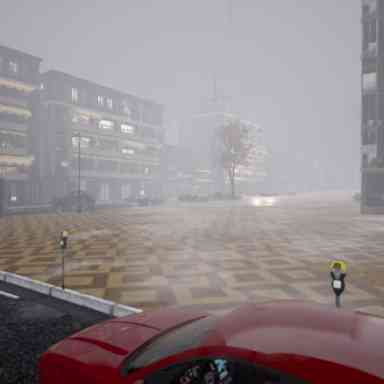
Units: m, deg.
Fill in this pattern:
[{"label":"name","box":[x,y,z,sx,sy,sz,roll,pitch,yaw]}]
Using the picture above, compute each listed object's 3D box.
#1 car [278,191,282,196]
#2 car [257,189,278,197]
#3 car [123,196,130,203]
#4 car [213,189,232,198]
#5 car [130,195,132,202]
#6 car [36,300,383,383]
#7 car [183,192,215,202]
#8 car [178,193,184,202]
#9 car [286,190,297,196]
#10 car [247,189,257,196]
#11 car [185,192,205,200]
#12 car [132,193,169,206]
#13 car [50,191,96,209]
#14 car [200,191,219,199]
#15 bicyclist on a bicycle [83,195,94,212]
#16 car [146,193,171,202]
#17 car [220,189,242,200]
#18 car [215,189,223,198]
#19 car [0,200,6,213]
[{"label":"car","box":[20.219,0.415,79.802,2.008,1.369,4.403,1,2,35]},{"label":"car","box":[17.043,0.500,75.229,2.008,1.369,4.403,1,2,35]},{"label":"car","box":[-8.901,0.979,52.565,1.947,1.339,4.313,2,2,35]},{"label":"car","box":[6.985,0.297,75.429,2.192,1.841,5.009,2,2,35]},{"label":"car","box":[-6.803,0.956,51.038,1.812,1.442,4.674,0,1,35]},{"label":"car","box":[0.635,1.546,2.412,4.507,1.381,1.887,0,0,36]},{"label":"car","box":[1.158,0.930,52.358,2.008,1.369,4.403,1,2,35]},{"label":"car","box":[-0.308,0.821,54.894,1.882,1.535,5.008,0,1,35]},{"label":"car","box":[26.573,0.134,88.947,1.967,1.590,4.097,1,2,35]},{"label":"car","box":[16.515,0.041,89.150,2.192,1.841,5.009,2,2,35]},{"label":"car","box":[0.629,0.720,66.287,1.947,1.339,4.313,2,2,35]},{"label":"car","box":[-5.196,1.104,43.210,2.008,1.369,4.403,1,2,35]},{"label":"car","box":[-14.308,0.857,40.256,2.150,2.045,5.566,0,1,35]},{"label":"car","box":[3.709,0.596,70.720,1.752,1.417,4.829,2,2,35]},{"label":"bicyclist on a bicycle","box":[-9.779,1.065,31.460,1.656,1.620,0.582,0,1,35]},{"label":"car","box":[-5.725,0.877,57.139,2.008,1.369,4.403,2,2,35]},{"label":"car","box":[7.609,0.729,61.646,1.752,1.417,4.829,1,2,35]},{"label":"car","box":[5.573,0.687,63.450,1.837,1.490,4.892,0,1,35]},{"label":"car","box":[-20.356,1.155,31.536,2.097,1.767,4.553,0,1,37]}]
